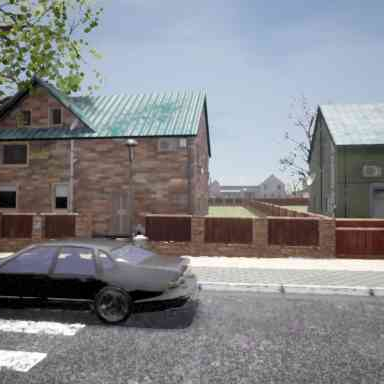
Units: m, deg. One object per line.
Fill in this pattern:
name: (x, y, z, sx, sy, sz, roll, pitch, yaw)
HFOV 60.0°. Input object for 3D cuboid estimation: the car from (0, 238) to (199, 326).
car: (-2.576, 1.691, 6.910, 5.357, 1.411, 2.033, -1, -2, 8)
